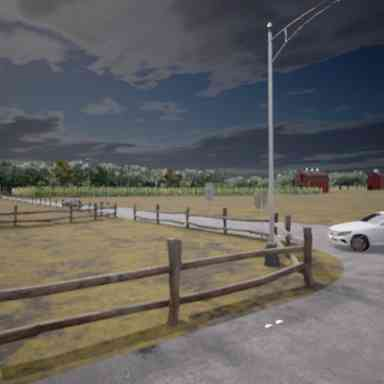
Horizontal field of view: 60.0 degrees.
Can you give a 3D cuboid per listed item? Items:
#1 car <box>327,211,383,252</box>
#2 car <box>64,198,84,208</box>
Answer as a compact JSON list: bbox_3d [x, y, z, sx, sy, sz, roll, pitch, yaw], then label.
[{"bbox_3d":[7.910,1.495,13.358,4.674,1.442,1.812,-1,1,2],"label":"car"},{"bbox_3d":[-18.053,1.647,50.440,2.033,1.411,5.357,-2,1,-35],"label":"car"}]
